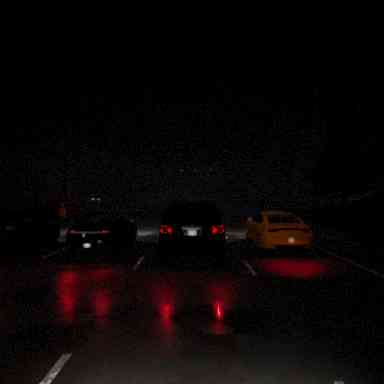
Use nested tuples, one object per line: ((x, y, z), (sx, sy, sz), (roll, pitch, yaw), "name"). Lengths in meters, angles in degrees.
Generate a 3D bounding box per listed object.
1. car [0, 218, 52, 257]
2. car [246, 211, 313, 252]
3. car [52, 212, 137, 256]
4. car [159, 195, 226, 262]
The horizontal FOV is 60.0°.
((-6.978, 1.669, 13.232), (1.895, 1.301, 4.718), (0, 0, 0), "car")
((3.534, 1.547, 14.221), (1.882, 1.535, 5.008), (0, 0, 1), "car")
((-3.474, 1.561, 13.485), (2.128, 1.511, 4.902), (0, 0, 0), "car")
((0.015, 1.292, 12.551), (2.150, 2.045, 5.566), (0, 0, 0), "car")
